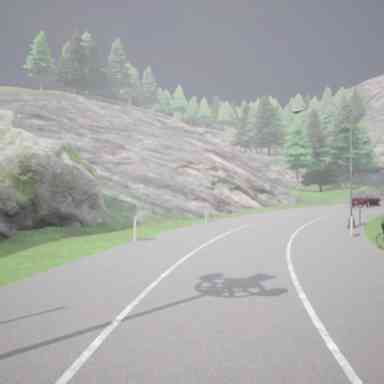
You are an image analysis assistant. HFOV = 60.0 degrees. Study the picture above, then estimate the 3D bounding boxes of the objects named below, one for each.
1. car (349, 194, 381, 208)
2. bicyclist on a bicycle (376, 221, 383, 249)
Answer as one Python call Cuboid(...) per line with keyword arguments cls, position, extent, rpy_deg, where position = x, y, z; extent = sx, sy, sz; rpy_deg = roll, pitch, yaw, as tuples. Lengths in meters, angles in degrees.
Cuboid(cls="car", position=(21.018, 1.025, 40.307), extent=(5.008, 1.535, 1.882), rpy_deg=(-2, 1, -38))
Cuboid(cls="bicyclist on a bicycle", position=(7.843, 1.459, 12.722), extent=(0.582, 1.620, 1.656), rpy_deg=(-3, -1, -34))
